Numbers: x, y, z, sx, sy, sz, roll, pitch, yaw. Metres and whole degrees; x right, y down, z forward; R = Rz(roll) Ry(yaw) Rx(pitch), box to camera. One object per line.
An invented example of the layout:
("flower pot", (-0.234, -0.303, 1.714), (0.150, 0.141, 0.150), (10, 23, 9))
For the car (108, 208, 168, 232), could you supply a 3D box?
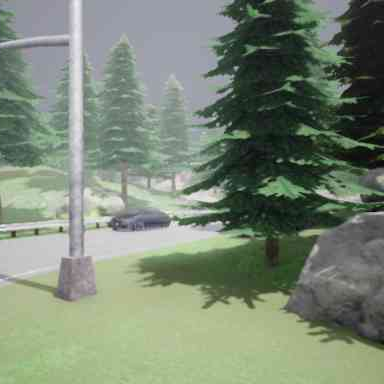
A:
("car", (-3.273, 1.690, 21.191), (1.994, 1.385, 4.181), (-1, 0, 35))
